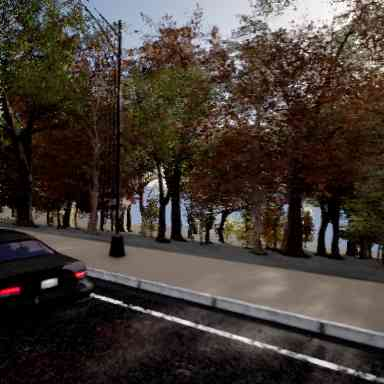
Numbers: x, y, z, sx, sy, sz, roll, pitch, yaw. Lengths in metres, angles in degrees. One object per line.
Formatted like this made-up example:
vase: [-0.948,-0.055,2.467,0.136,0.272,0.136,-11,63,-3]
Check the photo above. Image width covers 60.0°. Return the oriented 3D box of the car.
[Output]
car: [-4.312,1.477,6.763,5.357,1.411,2.033,1,0,36]
